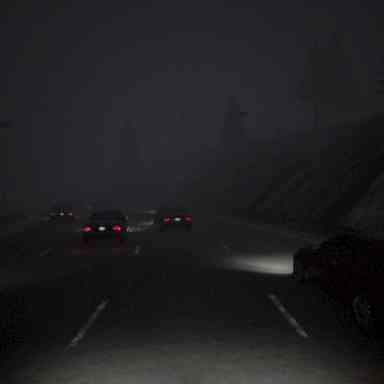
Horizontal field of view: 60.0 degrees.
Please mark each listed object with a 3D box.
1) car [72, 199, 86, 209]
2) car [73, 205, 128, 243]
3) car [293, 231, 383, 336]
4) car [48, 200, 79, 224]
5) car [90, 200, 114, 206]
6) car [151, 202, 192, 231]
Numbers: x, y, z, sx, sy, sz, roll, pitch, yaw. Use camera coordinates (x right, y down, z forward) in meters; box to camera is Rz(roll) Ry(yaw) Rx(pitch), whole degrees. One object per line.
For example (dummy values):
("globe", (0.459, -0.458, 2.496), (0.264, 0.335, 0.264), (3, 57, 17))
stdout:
("car", (-16.094, 1.710, 44.792), (2.033, 1.411, 5.357), (0, 0, -39))
("car", (-4.173, 1.589, 16.339), (2.033, 1.411, 5.357), (-1, 0, -10))
("car", (3.512, 1.490, 6.502), (1.812, 1.442, 4.674), (0, 0, -2))
("car", (-10.327, 1.652, 26.366), (2.033, 1.411, 5.357), (0, 0, -22))
("car", (-12.498, 1.727, 45.997), (1.895, 1.301, 4.718), (0, 0, -36))
("car", (-1.367, 1.559, 20.672), (2.033, 1.411, 5.357), (0, 0, -14))
